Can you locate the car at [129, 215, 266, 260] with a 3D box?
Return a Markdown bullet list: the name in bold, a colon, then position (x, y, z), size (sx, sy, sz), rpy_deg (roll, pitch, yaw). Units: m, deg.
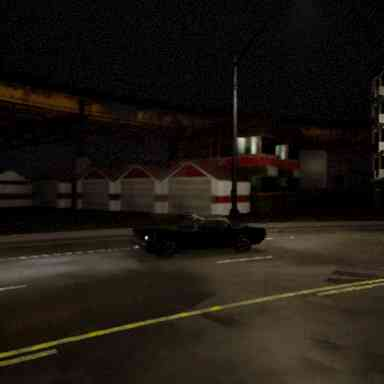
- **car**: position (0.217, 1.499, 11.897), size (4.718, 1.301, 1.895), rpy_deg (0, 0, -25)
